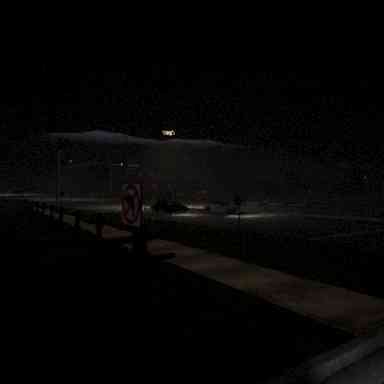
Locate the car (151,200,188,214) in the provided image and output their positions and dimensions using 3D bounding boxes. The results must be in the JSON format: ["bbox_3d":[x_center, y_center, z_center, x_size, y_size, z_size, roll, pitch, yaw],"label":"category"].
[{"bbox_3d":[-2.603,1.605,37.136,2.033,1.411,5.357,0,0,-35],"label":"car"}]

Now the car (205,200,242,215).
[{"bbox_3d":[3.223,1.593,34.906,1.812,1.442,4.674,0,0,-35],"label":"car"}]
